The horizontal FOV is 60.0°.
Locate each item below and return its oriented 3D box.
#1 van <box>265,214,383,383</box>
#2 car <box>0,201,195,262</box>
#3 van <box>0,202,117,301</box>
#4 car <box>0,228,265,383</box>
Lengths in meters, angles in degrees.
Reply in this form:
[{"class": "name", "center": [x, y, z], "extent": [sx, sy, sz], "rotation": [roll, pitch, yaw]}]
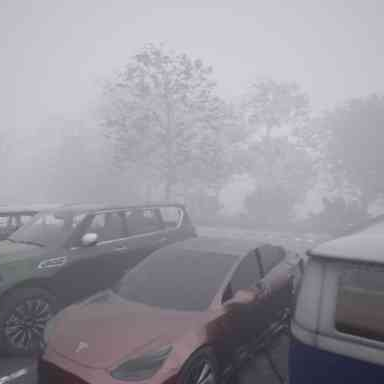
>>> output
[{"class": "van", "center": [2.552, 1.254, 3.468], "extent": [1.878, 1.987, 4.442], "rotation": [0, 0, 36]}, {"class": "car", "center": [-2.038, 1.233, 6.566], "extent": [2.435, 2.045, 5.566], "rotation": [-1, -1, 36]}, {"class": "van", "center": [-4.213, 1.298, 8.297], "extent": [1.878, 1.987, 4.442], "rotation": [-1, -1, 36]}, {"class": "car", "center": [0.203, 1.504, 4.966], "extent": [2.163, 1.488, 4.792], "rotation": [0, 0, 36]}]
